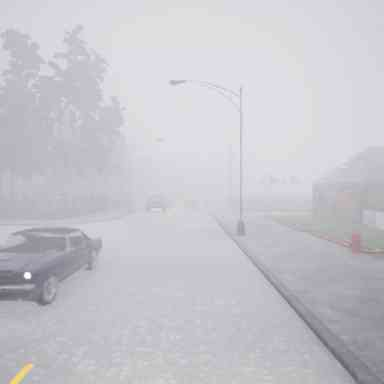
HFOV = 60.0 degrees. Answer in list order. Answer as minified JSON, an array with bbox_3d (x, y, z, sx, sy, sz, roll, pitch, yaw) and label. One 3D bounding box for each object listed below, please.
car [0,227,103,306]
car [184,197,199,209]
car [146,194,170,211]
[{"bbox_3d":[-3.709,1.601,8.178,1.895,1.301,4.718,0,0,0],"label":"car"},{"bbox_3d":[-0.073,1.478,46.340,1.882,1.535,5.008,0,0,0],"label":"car"},{"bbox_3d":[-4.253,1.221,40.298,2.150,2.045,5.566,0,0,0],"label":"car"}]
